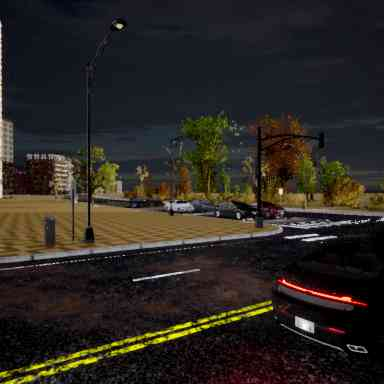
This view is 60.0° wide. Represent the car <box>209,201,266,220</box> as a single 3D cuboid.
[{"bbox_3d":[3.836,1.564,29.241,1.837,1.490,4.892,0,0,-32],"label":"car"}]

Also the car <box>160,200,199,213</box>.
[{"bbox_3d":[-1.490,1.610,37.890,1.812,1.442,4.674,0,0,-31],"label":"car"}]

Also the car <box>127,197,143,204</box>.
[{"bbox_3d":[-11.803,1.681,68.834,1.994,1.385,4.181,0,0,-29],"label":"car"}]

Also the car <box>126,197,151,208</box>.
[{"bbox_3d":[-8.130,1.675,48.935,1.994,1.385,4.181,0,0,-30],"label":"car"}]

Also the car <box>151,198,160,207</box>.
[{"bbox_3d":[-5.901,1.663,51.557,1.994,1.385,4.181,0,0,-30],"label":"car"}]

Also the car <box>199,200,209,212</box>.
[{"bbox_3d":[1.128,1.620,39.827,2.033,1.411,5.357,0,0,-32],"label":"car"}]

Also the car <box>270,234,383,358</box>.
[{"bbox_3d":[3.490,1.504,5.758,4.892,1.490,1.837,0,0,-34],"label":"car"}]

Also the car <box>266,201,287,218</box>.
[{"bbox_3d":[6.638,1.573,30.874,1.812,1.442,4.674,0,0,-30],"label":"car"}]
